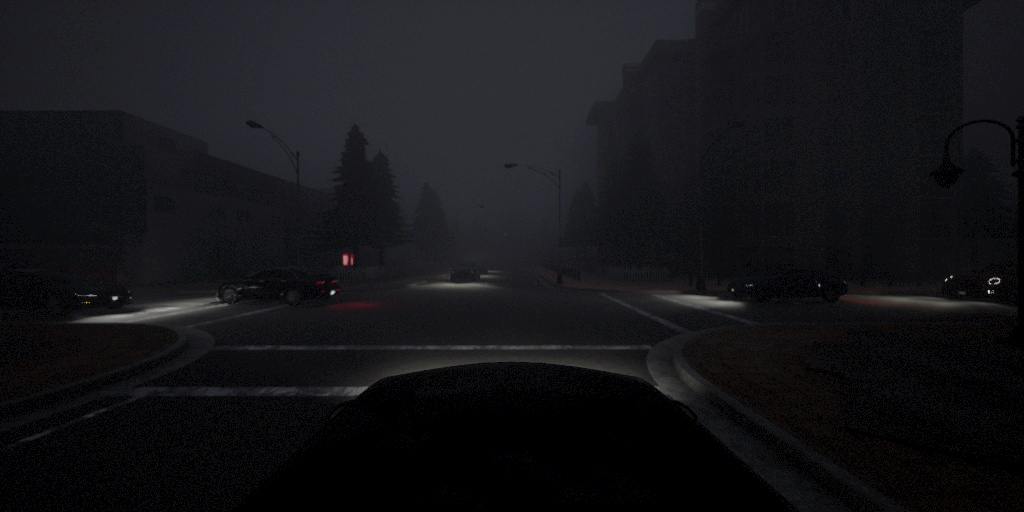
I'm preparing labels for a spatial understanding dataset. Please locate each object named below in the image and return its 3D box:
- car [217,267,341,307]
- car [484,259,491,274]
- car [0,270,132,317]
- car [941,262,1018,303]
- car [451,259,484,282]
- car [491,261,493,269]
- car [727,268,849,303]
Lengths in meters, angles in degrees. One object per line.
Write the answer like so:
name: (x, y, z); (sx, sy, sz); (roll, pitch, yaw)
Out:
car: (-9.699, 1.221, 14.995); (4.892, 1.490, 1.837); (0, -1, 9)
car: (-3.700, 1.165, 39.413); (1.882, 1.535, 5.008); (0, 0, 0)
car: (-16.183, 1.222, 12.441); (4.892, 1.490, 1.837); (0, 0, 0)
car: (22.176, 1.063, 15.864); (4.553, 1.767, 2.097); (0, 0, 0)
car: (-3.683, 1.182, 29.021); (1.882, 1.535, 5.008); (0, 0, 0)
car: (-3.684, 1.148, 49.850); (1.882, 1.535, 5.008); (0, 0, 1)
car: (12.150, 1.237, 15.931); (4.674, 1.442, 1.812); (0, 0, 0)
